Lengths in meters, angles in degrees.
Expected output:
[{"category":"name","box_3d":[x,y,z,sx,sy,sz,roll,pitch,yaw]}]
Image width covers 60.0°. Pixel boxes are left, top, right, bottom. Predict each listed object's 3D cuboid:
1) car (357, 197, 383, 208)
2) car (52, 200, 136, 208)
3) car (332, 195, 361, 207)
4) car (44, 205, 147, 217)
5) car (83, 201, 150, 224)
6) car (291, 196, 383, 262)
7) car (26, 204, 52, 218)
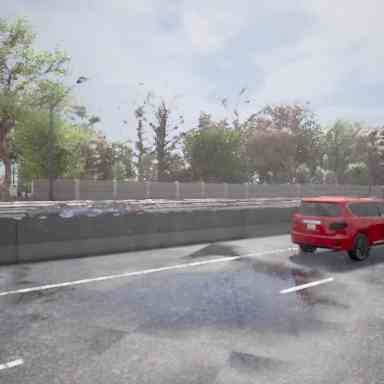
[{"category":"car","box_3d":[26.162,1.531,48.388,4.892,1.490,1.837,0,0,-35]},{"category":"car","box_3d":[-6.099,1.351,21.135,4.553,1.767,2.097,0,0,-35]},{"category":"car","box_3d":[23.719,1.378,50.941,4.553,1.767,2.097,0,0,-35]},{"category":"car","box_3d":[-4.974,1.600,17.641,4.718,1.301,1.895,0,0,-35]},{"category":"car","box_3d":[-5.760,1.525,25.676,4.674,1.442,1.812,0,0,-36]},{"category":"car","box_3d":[6.067,1.221,12.370,5.566,2.045,2.150,0,0,-35]},{"category":"car","box_3d":[-10.562,1.563,25.772,4.181,1.385,1.994,0,0,-38]}]
